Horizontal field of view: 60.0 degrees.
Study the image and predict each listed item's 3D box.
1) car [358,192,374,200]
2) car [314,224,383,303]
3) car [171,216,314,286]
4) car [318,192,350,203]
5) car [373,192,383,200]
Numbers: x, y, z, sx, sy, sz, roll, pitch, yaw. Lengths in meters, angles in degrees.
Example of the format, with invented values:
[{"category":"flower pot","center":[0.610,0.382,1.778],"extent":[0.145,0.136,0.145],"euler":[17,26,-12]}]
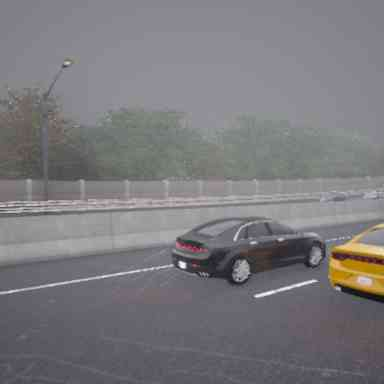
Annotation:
[{"category":"car","center":[22.028,0.730,40.247],"extent":[4.674,1.442,1.812],"euler":[-2,1,-33]},{"category":"car","center":[5.083,1.391,7.322],"extent":[5.008,1.535,1.882],"euler":[-1,1,-35]},{"category":"car","center":[1.756,1.432,9.261],"extent":[4.892,1.490,1.837],"euler":[-1,1,-35]},{"category":"car","center":[17.822,0.781,41.671],"extent":[4.902,1.511,2.128],"euler":[-2,1,-33]},{"category":"car","center":[22.272,0.789,36.227],"extent":[4.892,1.490,1.837],"euler":[-2,1,-33]}]
